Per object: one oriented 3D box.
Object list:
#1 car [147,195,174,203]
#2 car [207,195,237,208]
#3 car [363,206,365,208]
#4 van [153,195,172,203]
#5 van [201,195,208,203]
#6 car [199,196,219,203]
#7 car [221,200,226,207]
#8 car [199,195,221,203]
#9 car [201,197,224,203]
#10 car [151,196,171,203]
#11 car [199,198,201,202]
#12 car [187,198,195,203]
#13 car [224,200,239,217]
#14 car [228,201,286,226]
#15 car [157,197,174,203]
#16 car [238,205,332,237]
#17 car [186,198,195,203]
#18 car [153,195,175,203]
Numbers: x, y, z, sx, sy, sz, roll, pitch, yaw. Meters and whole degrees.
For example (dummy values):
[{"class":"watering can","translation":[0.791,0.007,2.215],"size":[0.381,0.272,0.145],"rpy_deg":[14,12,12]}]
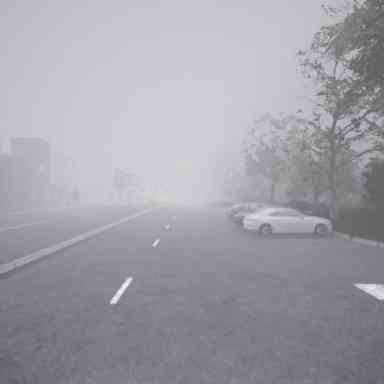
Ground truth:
[{"class":"car","translation":[-7.559,1.904,76.507],"size":[5.366,1.575,1.946],"rpy_deg":[0,-1,0]},{"class":"car","translation":[5.121,1.542,52.004],"size":[4.553,1.767,2.185],"rpy_deg":[0,0,0]},{"class":"car","translation":[23.070,1.359,40.400],"size":[4.181,1.385,1.994],"rpy_deg":[-1,-3,0]},{"class":"van","translation":[-7.309,1.818,82.468],"size":[4.442,1.987,1.878],"rpy_deg":[0,-1,-1]},{"class":"van","translation":[4.782,1.673,75.970],"size":[4.442,1.987,1.878],"rpy_deg":[0,-1,0]},{"class":"car","translation":[4.702,2.101,92.601],"size":[5.566,2.045,2.435],"rpy_deg":[0,-2,-1]},{"class":"car","translation":[5.085,1.620,27.668],"size":[4.674,1.452,2.002],"rpy_deg":[0,0,0]},{"class":"car","translation":[4.774,1.921,87.142],"size":[5.566,2.045,2.435],"rpy_deg":[0,-2,-1]},{"class":"car","translation":[5.038,2.016,81.422],"size":[5.366,1.575,1.946],"rpy_deg":[0,-1,-1]},{"class":"car","translation":[-7.368,1.843,79.429],"size":[4.553,1.767,2.185],"rpy_deg":[0,-1,-1]},{"class":"car","translation":[5.060,1.954,78.762],"size":[5.366,1.575,1.946],"rpy_deg":[0,-1,0]},{"class":"car","translation":[-0.271,2.159,84.708],"size":[2.033,1.411,5.357],"rpy_deg":[0,-2,-1]},{"class":"car","translation":[5.082,1.569,24.392],"size":[4.892,1.521,2.231],"rpy_deg":[0,0,0]},{"class":"car","translation":[5.093,1.556,21.119],"size":[5.008,1.535,2.097],"rpy_deg":[0,0,0]},{"class":"car","translation":[-7.534,2.292,94.603],"size":[4.553,1.767,2.185],"rpy_deg":[0,-2,-1]},{"class":"car","translation":[5.085,1.585,17.970],"size":[4.674,1.452,2.002],"rpy_deg":[0,0,0]},{"class":"car","translation":[-0.391,2.407,95.581],"size":[2.128,1.511,4.902],"rpy_deg":[0,-2,2]},{"class":"car","translation":[-7.458,1.966,88.658],"size":[5.566,2.045,2.435],"rpy_deg":[0,-2,-1]}]
